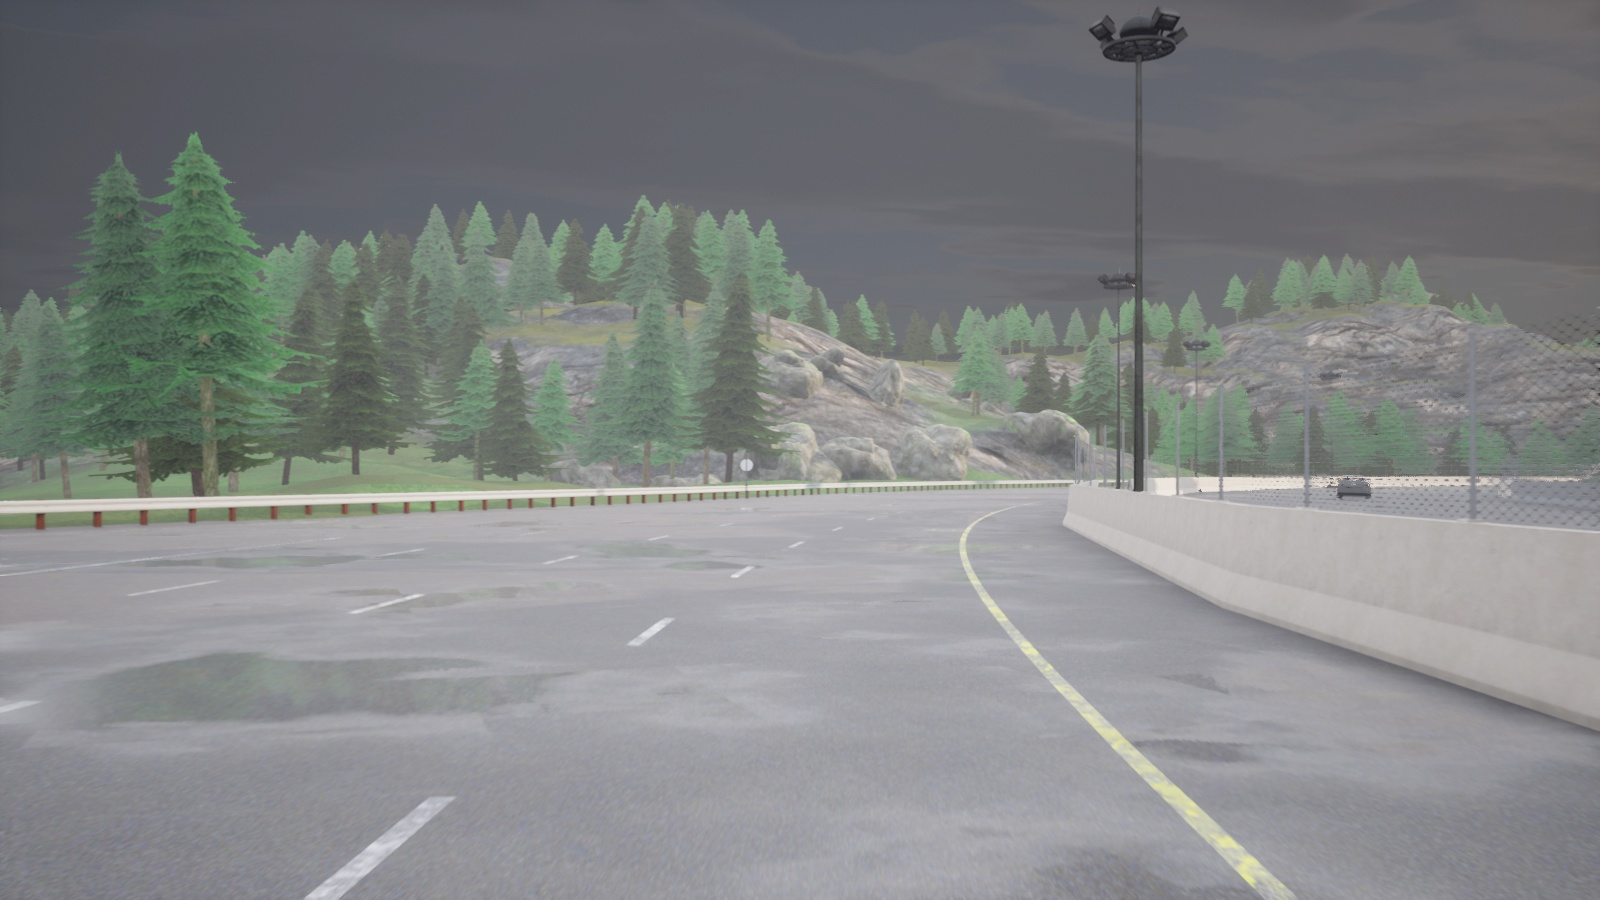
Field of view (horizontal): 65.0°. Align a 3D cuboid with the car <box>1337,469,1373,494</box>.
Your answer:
[{"bbox_3d":[34.192,1.938,77.320,1.970,1.475,3.806,-1,-1,24],"label":"car"}]
